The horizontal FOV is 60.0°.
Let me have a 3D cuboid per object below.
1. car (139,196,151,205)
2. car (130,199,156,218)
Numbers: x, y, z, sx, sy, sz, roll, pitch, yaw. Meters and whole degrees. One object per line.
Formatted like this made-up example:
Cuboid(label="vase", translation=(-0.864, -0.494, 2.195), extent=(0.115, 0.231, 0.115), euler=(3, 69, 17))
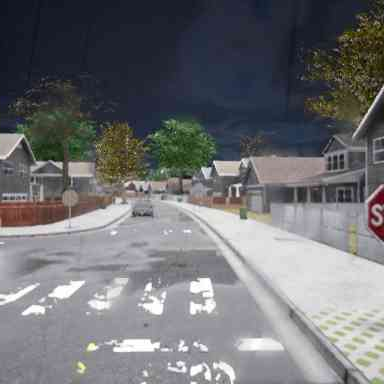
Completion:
Cuboid(label="car", translation=(-7.876, 1.397, 55.537), extent=(1.895, 1.301, 4.718), euler=(0, 0, -10))
Cuboid(label="car", translation=(-4.332, 1.513, 29.706), extent=(1.837, 1.490, 4.892), euler=(0, 0, -6))
